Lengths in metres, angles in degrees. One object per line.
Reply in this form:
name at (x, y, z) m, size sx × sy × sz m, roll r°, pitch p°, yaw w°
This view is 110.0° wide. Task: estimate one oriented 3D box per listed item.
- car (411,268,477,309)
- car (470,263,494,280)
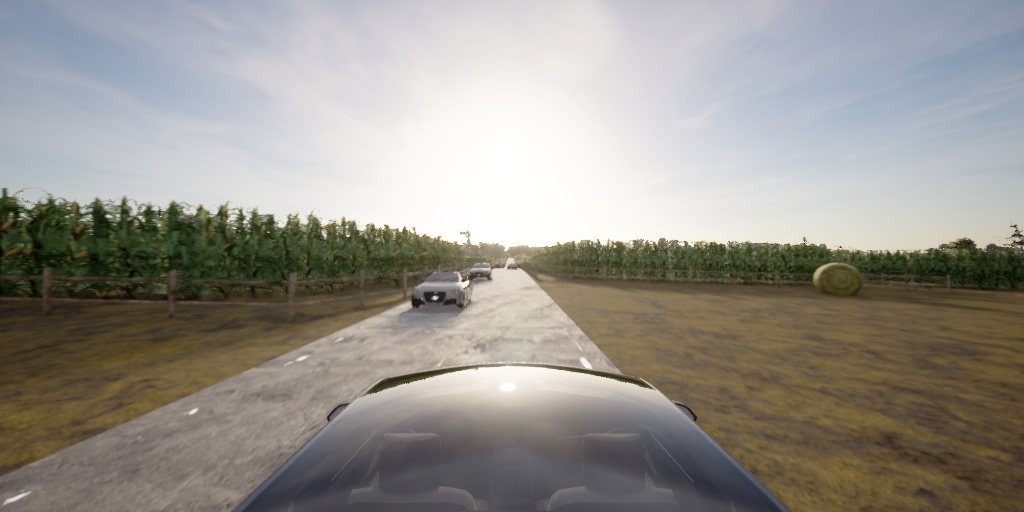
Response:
car at (-2.798, 1.352, 15.079) m, size 1.994 × 1.385 × 4.181 m, roll 0°, pitch 0°, yaw 1°
car at (-2.752, 1.400, 32.604) m, size 1.837 × 1.490 × 4.892 m, roll 0°, pitch -1°, yaw 0°
